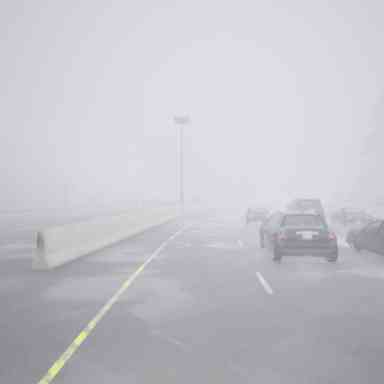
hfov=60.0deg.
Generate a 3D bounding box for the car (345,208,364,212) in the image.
[{"bbox_3d":[12.234,1.875,26.000,1.895,1.301,4.718,0,-1,9],"label":"car"}]

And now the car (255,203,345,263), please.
[{"bbox_3d":[3.877,1.487,12.821,2.097,1.767,4.553,0,-1,4],"label":"car"}]

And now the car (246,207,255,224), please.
[{"bbox_3d":[5.292,1.885,26.904,1.895,1.301,4.718,0,-1,9],"label":"car"}]

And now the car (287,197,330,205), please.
[{"bbox_3d":[8.654,1.497,25.781,2.150,2.045,5.566,0,0,8],"label":"car"}]

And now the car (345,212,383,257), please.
[{"bbox_3d":[7.290,1.673,11.749,2.033,1.411,5.357,0,-1,4],"label":"car"}]

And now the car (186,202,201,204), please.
[{"bbox_3d":[0.512,1.929,67.047,2.150,2.045,5.566,0,-1,19],"label":"car"}]
